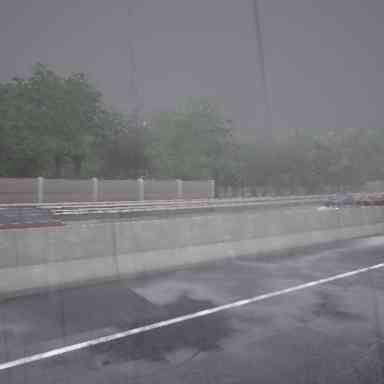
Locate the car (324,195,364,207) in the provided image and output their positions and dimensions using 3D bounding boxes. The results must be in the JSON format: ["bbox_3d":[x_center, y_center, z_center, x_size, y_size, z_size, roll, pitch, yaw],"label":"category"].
[{"bbox_3d":[18.705,1.125,41.434,5.357,1.411,2.033,-1,1,-37],"label":"car"}]

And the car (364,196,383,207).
[{"bbox_3d":[21.724,1.146,39.994,4.718,1.301,1.895,-1,1,-34],"label":"car"}]

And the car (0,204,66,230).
[{"bbox_3d":[-6.901,1.347,11.947,4.553,1.767,2.097,0,0,-35],"label":"car"}]

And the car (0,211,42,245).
[{"bbox_3d":[-9.285,1.594,14.553,4.718,1.301,1.895,0,0,-35],"label":"car"}]
